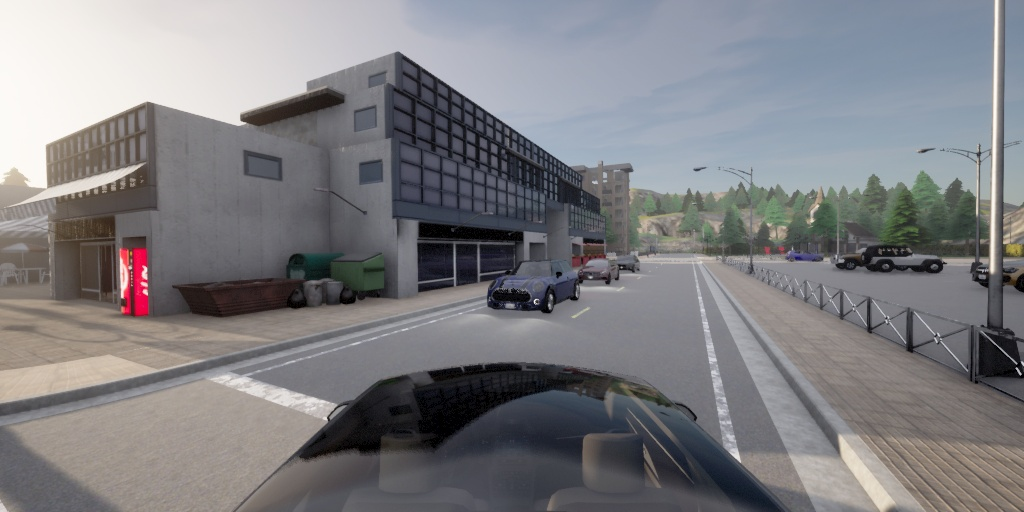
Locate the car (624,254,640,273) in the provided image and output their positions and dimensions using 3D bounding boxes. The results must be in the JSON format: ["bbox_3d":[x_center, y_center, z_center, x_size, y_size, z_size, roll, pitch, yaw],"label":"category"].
[{"bbox_3d":[9.996,0.634,31.299,1.837,1.490,4.892,0,1,27],"label":"car"}]

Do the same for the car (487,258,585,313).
[{"bbox_3d":[0.928,0.908,13.068,2.097,1.767,4.553,0,1,26],"label":"car"}]

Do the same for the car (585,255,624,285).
[{"bbox_3d":[5.420,0.870,22.117,1.812,1.442,4.674,0,1,26],"label":"car"}]
